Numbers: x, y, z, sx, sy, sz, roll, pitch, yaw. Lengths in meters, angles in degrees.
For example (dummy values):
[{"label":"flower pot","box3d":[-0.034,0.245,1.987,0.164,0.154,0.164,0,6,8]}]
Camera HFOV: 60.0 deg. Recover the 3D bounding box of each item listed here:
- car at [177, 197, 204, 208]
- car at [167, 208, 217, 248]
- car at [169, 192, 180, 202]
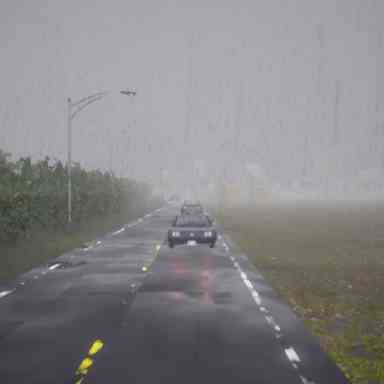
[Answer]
[{"label":"car","box3d":[0.000,1.477,29.631,2.128,1.511,4.902,0,0,0]},{"label":"car","box3d":[0.000,1.609,14.661,1.895,1.301,4.718,0,0,0]},{"label":"car","box3d":[-3.994,1.087,75.709,2.150,2.045,5.566,0,0,-6]}]
